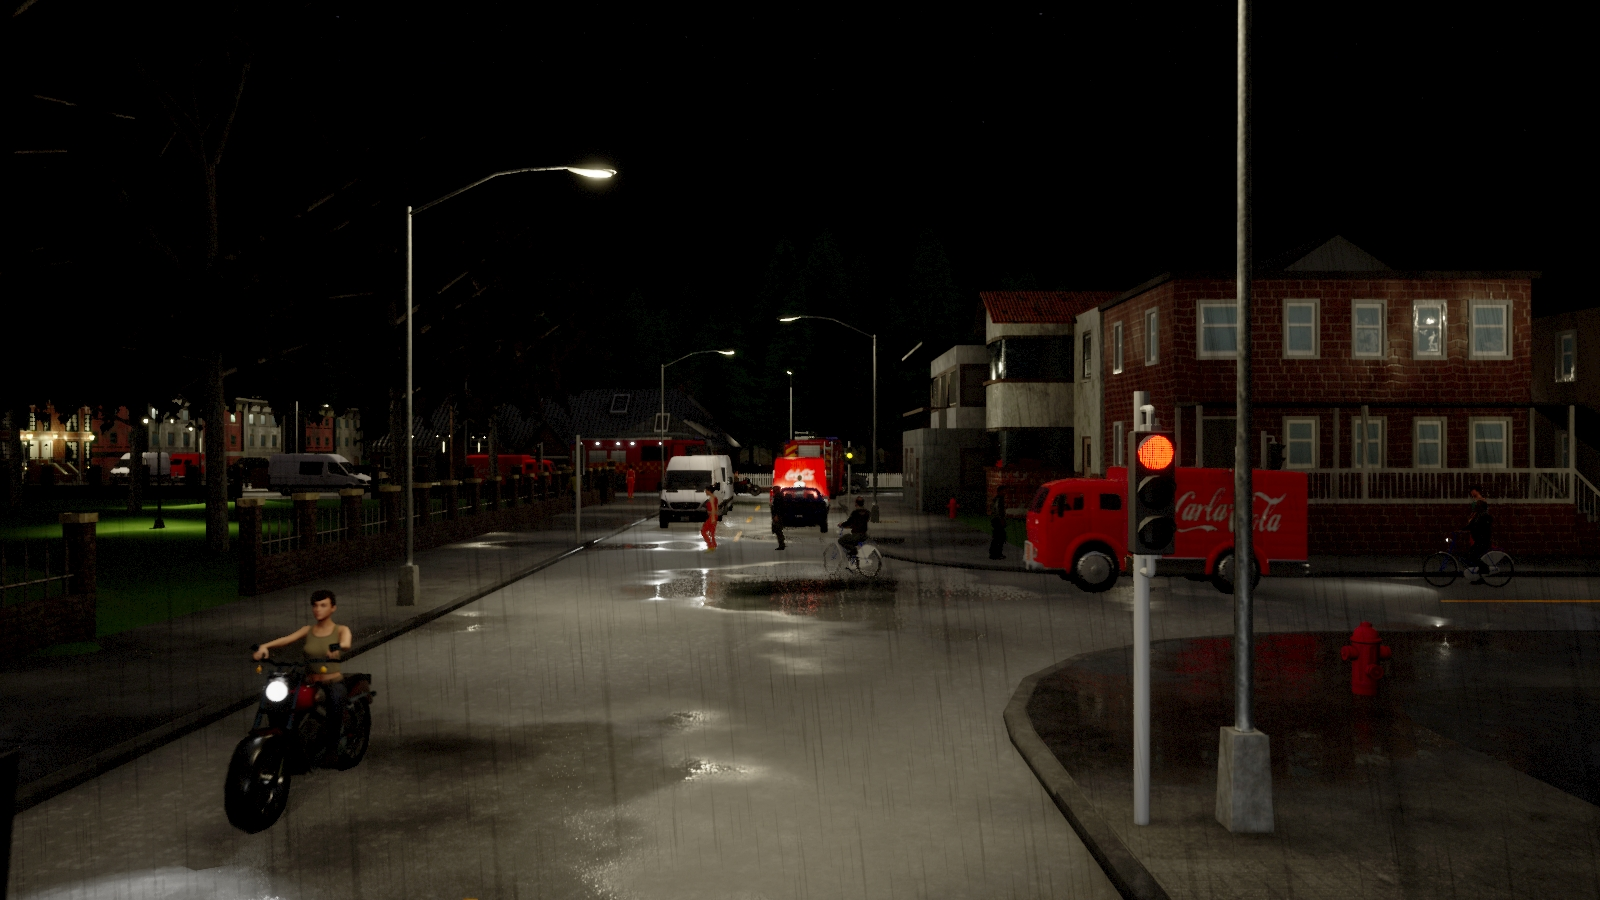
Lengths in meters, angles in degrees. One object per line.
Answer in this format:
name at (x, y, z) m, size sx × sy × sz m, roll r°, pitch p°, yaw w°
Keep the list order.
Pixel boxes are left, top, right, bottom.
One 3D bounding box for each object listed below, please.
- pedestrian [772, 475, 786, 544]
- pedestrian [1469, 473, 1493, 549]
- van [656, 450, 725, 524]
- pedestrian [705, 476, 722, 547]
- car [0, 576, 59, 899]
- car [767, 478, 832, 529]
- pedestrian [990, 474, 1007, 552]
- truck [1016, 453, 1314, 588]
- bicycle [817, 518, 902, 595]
pedestrian at (-0.577, 1.615, 31.259) m, size 0.375 × 1.860 × 0.375 m, roll 0°, pitch 0°, yaw 0°
pedestrian at (16.939, 1.504, 28.405) m, size 0.375 × 1.860 × 0.375 m, roll 0°, pitch 0°, yaw 2°
van at (-4.007, 1.296, 42.666) m, size 1.988 × 2.561 × 5.915 m, roll 0°, pitch 0°, yaw 0°
pedestrian at (-2.297, 1.616, 30.296) m, size 0.375 × 1.860 × 0.375 m, roll 0°, pitch 0°, yaw 11°
car at (-4.015, 1.532, 1.217) m, size 2.390 × 2.098 × 6.274 m, roll 0°, pitch 0°, yaw 0°
car at (-0.015, 1.797, 39.830) m, size 2.097 × 1.535 × 5.006 m, roll 0°, pitch 0°, yaw 0°
pedestrian at (4.796, 1.505, 27.590) m, size 0.375 × 1.860 × 0.375 m, roll 0°, pitch 0°, yaw 14°
truck at (7.237, 1.354, 23.226) m, size 5.204 × 2.467 × 2.627 m, roll 1°, pitch 0°, yaw 2°
bicycle at (1.071, 1.931, 21.042) m, size 0.329 × 1.271 × 1.835 m, roll 2°, pitch -1°, yaw -42°
